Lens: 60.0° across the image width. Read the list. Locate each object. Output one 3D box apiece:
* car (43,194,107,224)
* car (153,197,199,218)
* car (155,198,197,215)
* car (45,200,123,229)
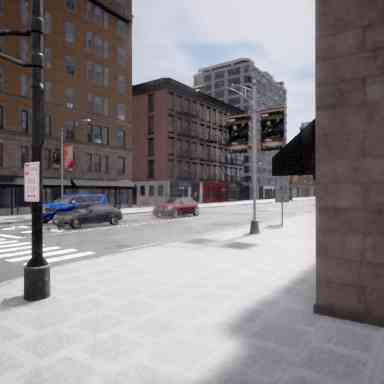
[{"bbox_3d":[-8.543,1.166,24.106,2.150,2.045,5.566,0,0,35],"label":"car"},{"bbox_3d":[-1.328,1.256,28.697,2.097,1.767,4.553,0,0,35],"label":"car"},{"bbox_3d":[-1.575,1.418,33.992,1.812,1.442,4.674,0,0,35],"label":"car"},{"bbox_3d":[-6.542,1.468,21.301,1.812,1.442,4.674,0,0,37],"label":"car"}]
